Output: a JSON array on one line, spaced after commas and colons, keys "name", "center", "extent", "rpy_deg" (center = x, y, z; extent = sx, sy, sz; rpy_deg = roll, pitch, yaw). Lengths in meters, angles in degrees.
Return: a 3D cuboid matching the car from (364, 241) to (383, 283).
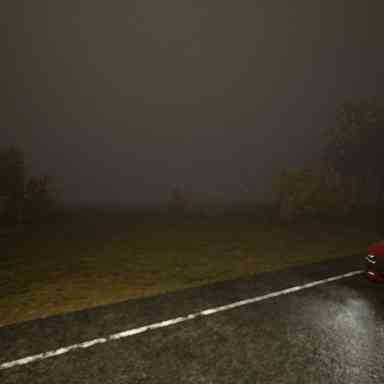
[{"name": "car", "center": [6.377, 1.482, 8.541], "extent": [5.008, 1.535, 1.882], "rpy_deg": [0, 0, -35]}]
